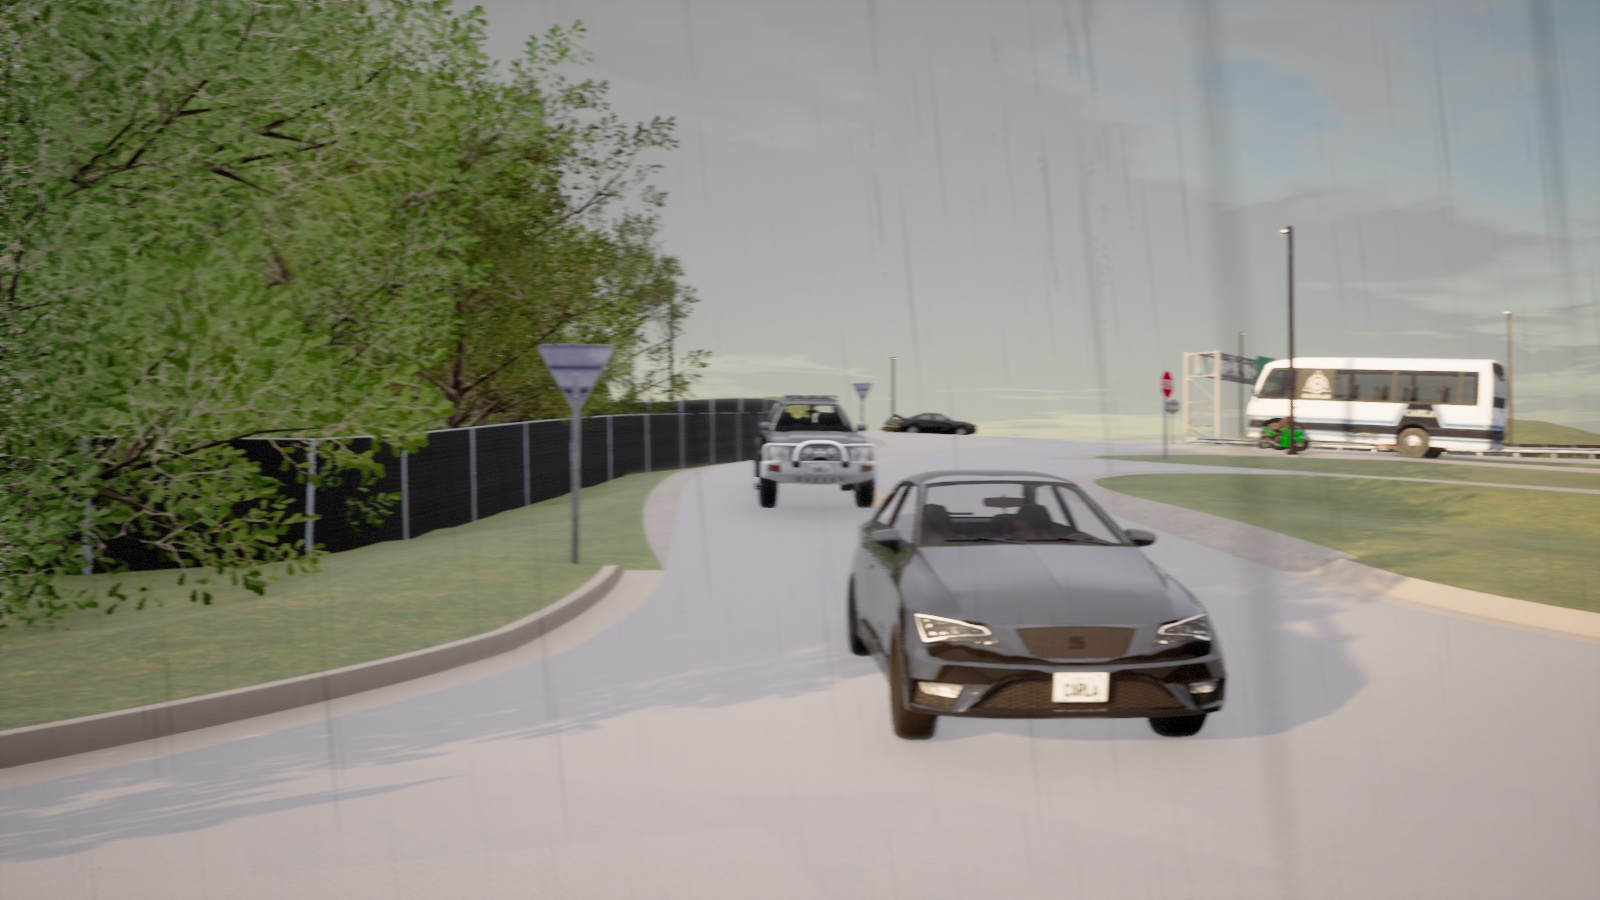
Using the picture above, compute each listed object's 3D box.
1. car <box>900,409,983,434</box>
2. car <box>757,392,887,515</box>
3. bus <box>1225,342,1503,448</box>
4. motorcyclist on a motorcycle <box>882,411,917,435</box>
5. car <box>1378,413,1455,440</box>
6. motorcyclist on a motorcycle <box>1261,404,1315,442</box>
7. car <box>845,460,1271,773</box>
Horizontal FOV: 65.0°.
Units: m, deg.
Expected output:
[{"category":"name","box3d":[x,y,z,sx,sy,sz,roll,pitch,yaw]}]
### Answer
[{"category":"car","box3d":[8.999,-1.801,79.704,5.008,1.535,1.882,1,0,12]},{"category":"car","box3d":[0.277,-0.054,22.509,1.932,1.855,4.605,-1,4,-4]},{"category":"bus","box3d":[24.547,-2.447,55.131,10.273,4.253,3.944,3,3,40]},{"category":"motorcyclist on a motorcycle","box3d":[6.575,-1.775,82.666,2.191,1.530,0.866,1,0,10]},{"category":"car","box3d":[35.243,-1.352,71.789,3.806,1.475,1.970,2,1,31]},{"category":"motorcyclist on a motorcycle","box3d":[20.792,-1.169,53.538,2.044,1.523,0.797,2,4,19]},{"category":"car","box3d":[1.391,0.857,8.472,1.816,1.474,4.193,-1,1,-3]}]
